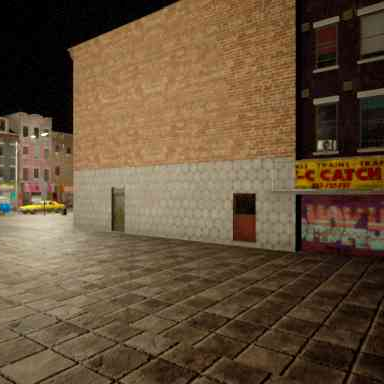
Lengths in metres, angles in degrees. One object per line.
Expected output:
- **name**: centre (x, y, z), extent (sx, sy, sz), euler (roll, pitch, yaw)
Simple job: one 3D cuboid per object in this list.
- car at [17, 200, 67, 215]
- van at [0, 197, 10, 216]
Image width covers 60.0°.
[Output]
- **car**: centre (-15.331, 1.517, 34.184), extent (1.752, 1.417, 4.829), euler (0, 0, 36)
- **van**: centre (-18.511, 1.337, 29.768), extent (1.690, 1.788, 3.998), euler (0, 0, 36)
